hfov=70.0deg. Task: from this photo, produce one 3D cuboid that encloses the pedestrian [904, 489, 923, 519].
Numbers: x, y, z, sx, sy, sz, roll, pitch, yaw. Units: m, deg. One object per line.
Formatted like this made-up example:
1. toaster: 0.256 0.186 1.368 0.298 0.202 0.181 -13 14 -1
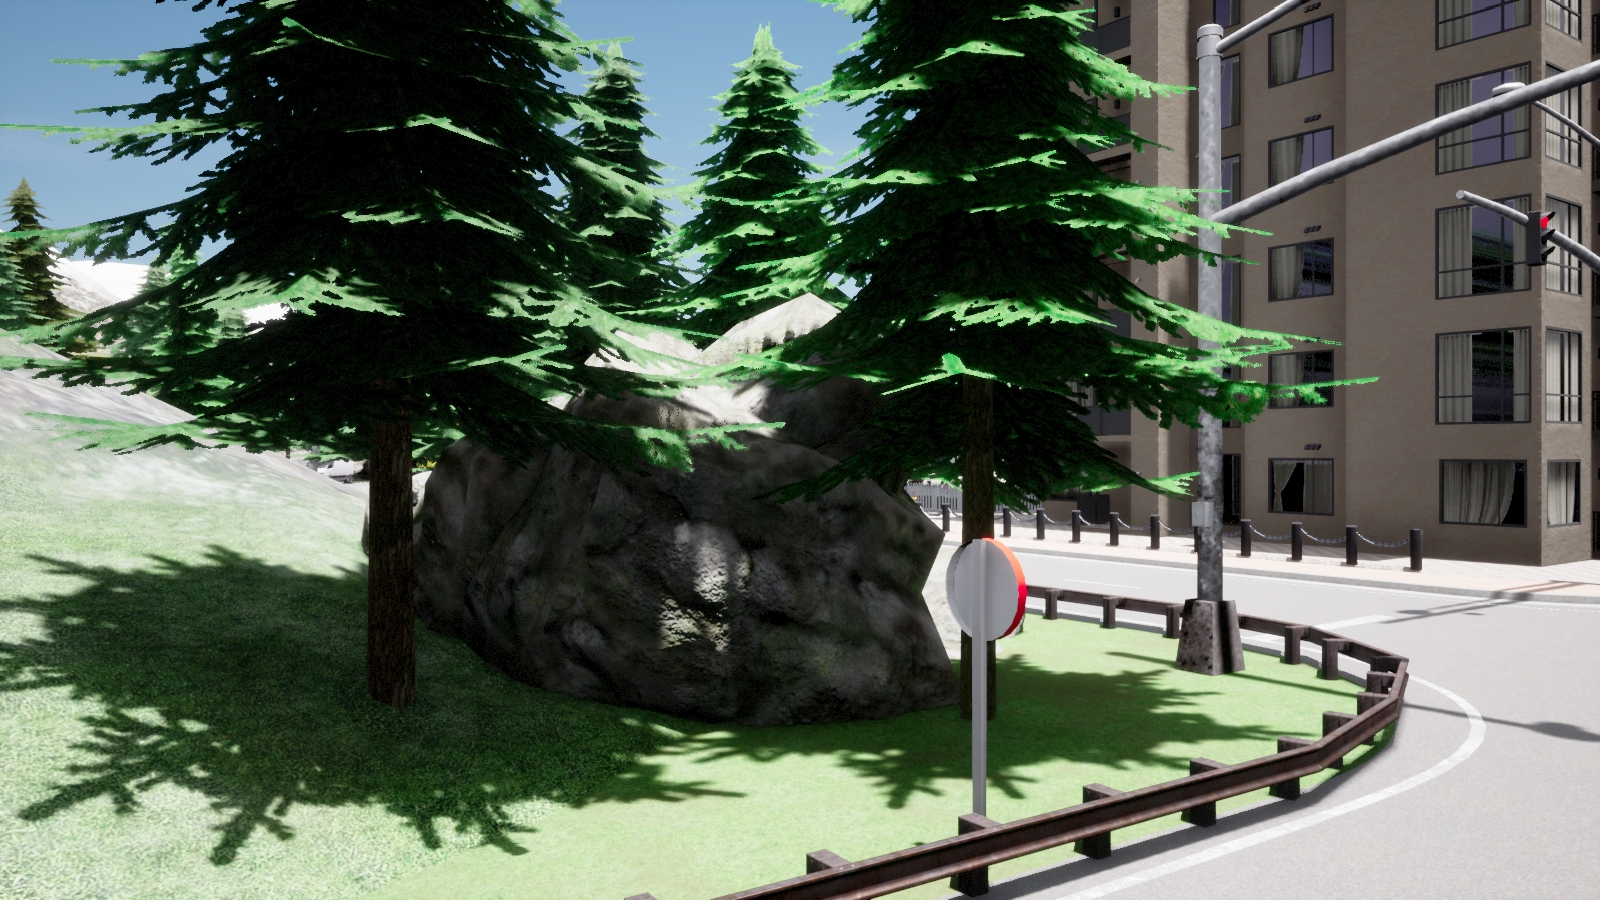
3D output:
1. pedestrian: 4.265 2.040 42.934 0.500 1.100 0.500 0 0 -30
